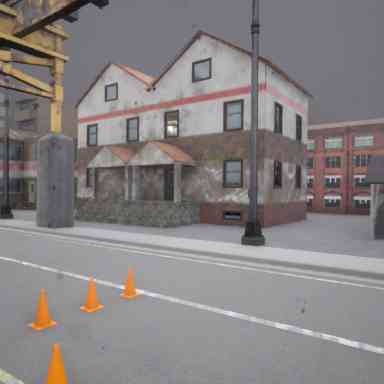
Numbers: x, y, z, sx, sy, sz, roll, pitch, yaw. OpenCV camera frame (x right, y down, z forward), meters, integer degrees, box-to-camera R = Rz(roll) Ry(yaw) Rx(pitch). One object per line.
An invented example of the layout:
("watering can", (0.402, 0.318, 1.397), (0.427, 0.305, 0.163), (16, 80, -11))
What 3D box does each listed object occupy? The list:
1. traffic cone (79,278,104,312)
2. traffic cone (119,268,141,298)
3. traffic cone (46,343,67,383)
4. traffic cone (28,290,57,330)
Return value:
("traffic cone", (-1.931, 1.949, 6.417), (0.340, 0.580, 0.340), (0, 0, 36))
("traffic cone", (-1.346, 1.949, 7.228), (0.340, 0.580, 0.340), (0, 0, 36))
("traffic cone", (-1.479, 1.952, 3.625), (0.340, 0.580, 0.340), (0, 0, 36))
("traffic cone", (-2.516, 1.949, 5.606), (0.340, 0.580, 0.340), (0, 0, 36))
